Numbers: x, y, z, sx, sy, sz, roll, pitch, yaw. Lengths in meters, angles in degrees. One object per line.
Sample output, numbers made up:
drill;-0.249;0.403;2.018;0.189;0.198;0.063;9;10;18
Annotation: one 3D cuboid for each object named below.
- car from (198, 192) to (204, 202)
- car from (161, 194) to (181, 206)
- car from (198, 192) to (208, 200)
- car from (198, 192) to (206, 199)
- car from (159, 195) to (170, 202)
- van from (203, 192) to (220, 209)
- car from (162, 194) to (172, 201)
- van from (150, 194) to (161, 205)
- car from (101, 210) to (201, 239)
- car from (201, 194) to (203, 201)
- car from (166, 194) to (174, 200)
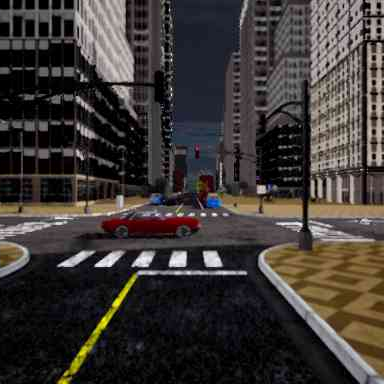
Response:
car;2.659;1.056;70.141;2.192;1.841;5.009;0;0;0
car;-3.166;1.378;50.603;1.994;1.385;4.181;0;0;1
car;2.698;1.014;81.220;2.192;1.841;5.009;0;0;0
car;2.738;0.971;92.299;2.192;1.841;5.009;0;0;0
car;-5.722;1.307;70.171;1.947;1.339;4.313;0;0;0
van;2.674;1.185;42.449;1.690;1.788;3.998;0;0;0
car;-5.703;1.271;75.710;2.008;1.369;4.403;0;0;0
van;-5.780;1.144;53.553;1.690;1.788;3.998;0;0;0
car;-1.932;1.550;16.442;4.718;1.301;1.895;0;0;-1
car;2.603;1.368;47.988;1.887;1.381;4.507;0;0;0
car;-5.663;1.259;86.789;1.802;1.307;4.206;0;0;0
